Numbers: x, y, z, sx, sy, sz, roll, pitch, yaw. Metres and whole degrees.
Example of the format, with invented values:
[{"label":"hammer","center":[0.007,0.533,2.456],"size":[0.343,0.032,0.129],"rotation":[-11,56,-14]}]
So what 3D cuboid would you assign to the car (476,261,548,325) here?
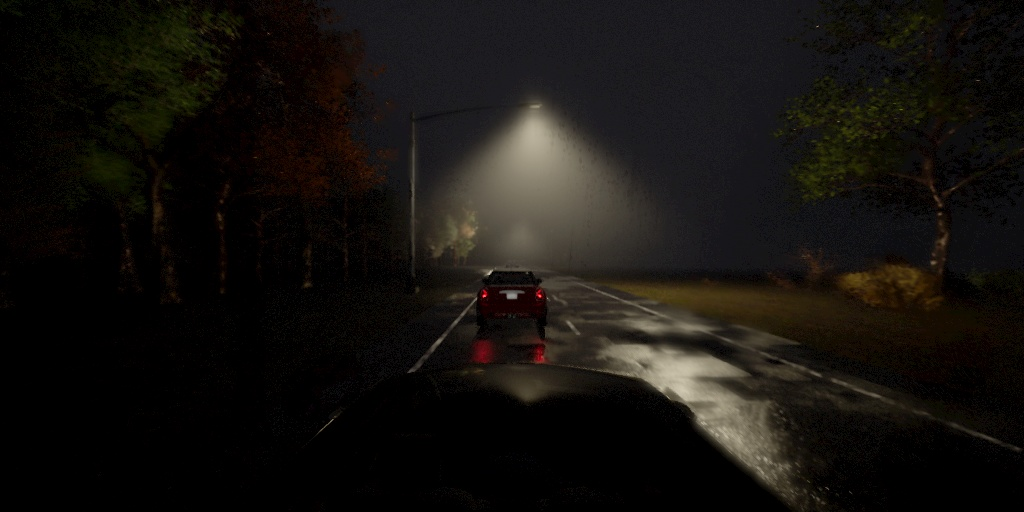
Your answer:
[{"label":"car","center":[-0.001,1.179,12.334],"size":[2.097,1.767,4.553],"rotation":[0,0,0]}]
